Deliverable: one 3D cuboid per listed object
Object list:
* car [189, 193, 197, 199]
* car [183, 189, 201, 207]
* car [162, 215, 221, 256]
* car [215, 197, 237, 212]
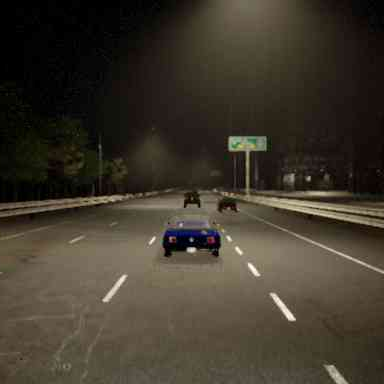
[{"bbox_3d":[0.330,0.899,80.415,1.812,1.442,4.674,0,1,1],"label":"car"},{"bbox_3d":[0.027,0.957,44.377,2.150,2.045,5.566,0,0,0],"label":"car"},{"bbox_3d":[-0.012,1.535,12.742,1.895,1.301,4.718,0,0,0],"label":"car"},{"bbox_3d":[3.594,1.307,34.939,1.837,1.490,4.892,0,1,0],"label":"car"}]
